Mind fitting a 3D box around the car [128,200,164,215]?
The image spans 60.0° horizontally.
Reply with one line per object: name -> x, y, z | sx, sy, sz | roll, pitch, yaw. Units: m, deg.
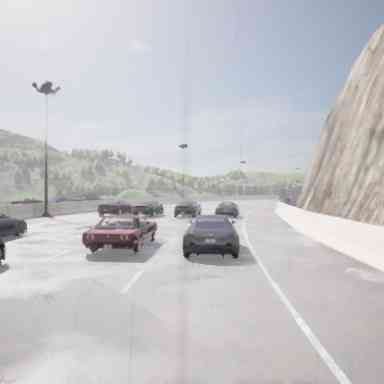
car -> -3.894, 1.491, 30.403 | 1.837, 1.490, 4.892 | 0, 0, 10

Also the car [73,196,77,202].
car -> -14.877, 1.182, 46.212 | 2.150, 2.045, 5.566 | 0, 0, 15

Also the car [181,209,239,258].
car -> 0.766, 1.563, 12.888 | 1.994, 1.385, 4.181 | 0, 0, 5

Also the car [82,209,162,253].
car -> -2.701, 1.593, 13.658 | 1.895, 1.301, 4.718 | 0, 0, 5

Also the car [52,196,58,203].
car -> -20.738, 1.425, 51.241 | 1.882, 1.535, 5.008 | 0, 0, 16

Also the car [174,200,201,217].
car -> -0.327, 1.499, 30.471 | 1.837, 1.490, 4.892 | 0, 0, 11

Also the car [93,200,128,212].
car -> -7.192, 1.457, 31.799 | 1.882, 1.535, 5.008 | 0, 0, 11

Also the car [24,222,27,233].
car -> -9.544, 1.541, 15.323 | 1.994, 1.385, 4.181 | 0, 0, 5

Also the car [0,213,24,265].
car -> -6.582, 1.476, 8.107 | 2.128, 1.511, 4.902 | 0, 0, 3

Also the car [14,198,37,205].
car -> -24.800, 1.540, 49.743 | 1.895, 1.301, 4.718 | 0, 0, 15

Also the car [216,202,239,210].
car -> 3.327, 1.565, 30.906 | 1.994, 1.385, 4.181 | 0, 0, 11
